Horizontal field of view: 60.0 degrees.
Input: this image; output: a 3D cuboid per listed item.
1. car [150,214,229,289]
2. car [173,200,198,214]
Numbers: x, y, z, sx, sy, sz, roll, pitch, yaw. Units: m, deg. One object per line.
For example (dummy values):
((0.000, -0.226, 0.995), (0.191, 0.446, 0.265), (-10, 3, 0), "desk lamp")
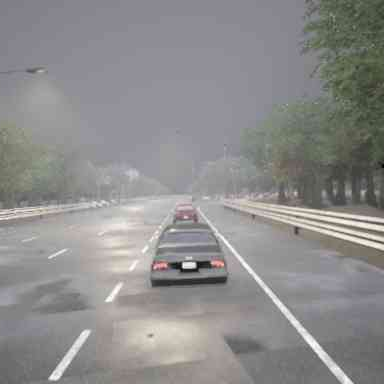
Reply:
((-0.117, 1.590, 9.442), (2.033, 1.411, 5.357), (-2, 0, -1), "car")
((-0.502, 1.657, 26.156), (1.812, 1.442, 4.674), (-2, 0, -1), "car")
